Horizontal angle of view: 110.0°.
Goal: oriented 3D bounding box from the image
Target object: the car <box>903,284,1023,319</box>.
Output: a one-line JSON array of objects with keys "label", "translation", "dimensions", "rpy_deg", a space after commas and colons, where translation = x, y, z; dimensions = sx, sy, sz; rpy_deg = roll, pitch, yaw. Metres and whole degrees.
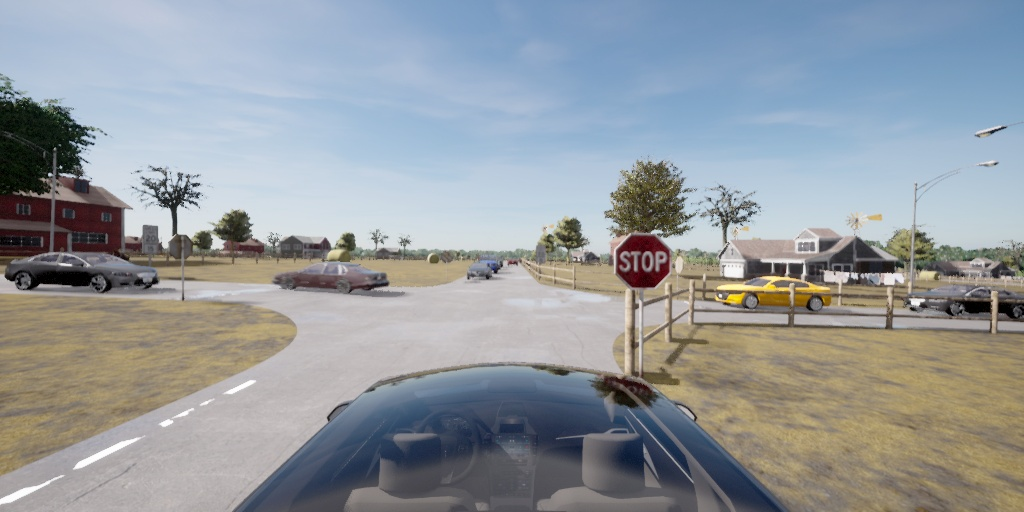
[{"label": "car", "translation": [22.130, 2.150, 17.481], "dimensions": [4.902, 1.511, 2.128], "rpy_deg": [2, 0, 0]}]

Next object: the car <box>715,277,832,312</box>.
[{"label": "car", "translation": [12.593, 1.757, 17.434], "dimensions": [5.008, 1.535, 1.882], "rpy_deg": [2, 0, -2]}]

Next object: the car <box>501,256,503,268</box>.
[{"label": "car", "translation": [-2.732, 1.089, 51.291], "dimensions": [2.097, 1.767, 4.553], "rpy_deg": [0, 0, 0]}]

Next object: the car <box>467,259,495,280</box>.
[{"label": "car", "translation": [-2.791, 1.262, 31.268], "dimensions": [1.812, 1.442, 4.674], "rpy_deg": [0, 0, 0]}]

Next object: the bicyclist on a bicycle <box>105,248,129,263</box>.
[{"label": "bicyclist on a bicycle", "translation": [-22.579, 0.389, 20.551], "dimensions": [0.582, 1.620, 1.656], "rpy_deg": [2, 0, 0]}]

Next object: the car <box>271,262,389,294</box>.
[{"label": "car", "translation": [-8.722, 0.996, 17.346], "dimensions": [5.357, 1.411, 2.033], "rpy_deg": [2, 0, 11]}]

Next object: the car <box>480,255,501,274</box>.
[{"label": "car", "translation": [-2.757, 0.955, 41.231], "dimensions": [2.150, 2.045, 5.566], "rpy_deg": [0, 0, 0]}]

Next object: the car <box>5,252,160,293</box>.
[{"label": "car", "translation": [-17.229, 0.618, 14.561], "dimensions": [4.902, 1.511, 2.128], "rpy_deg": [2, 0, 0]}]
